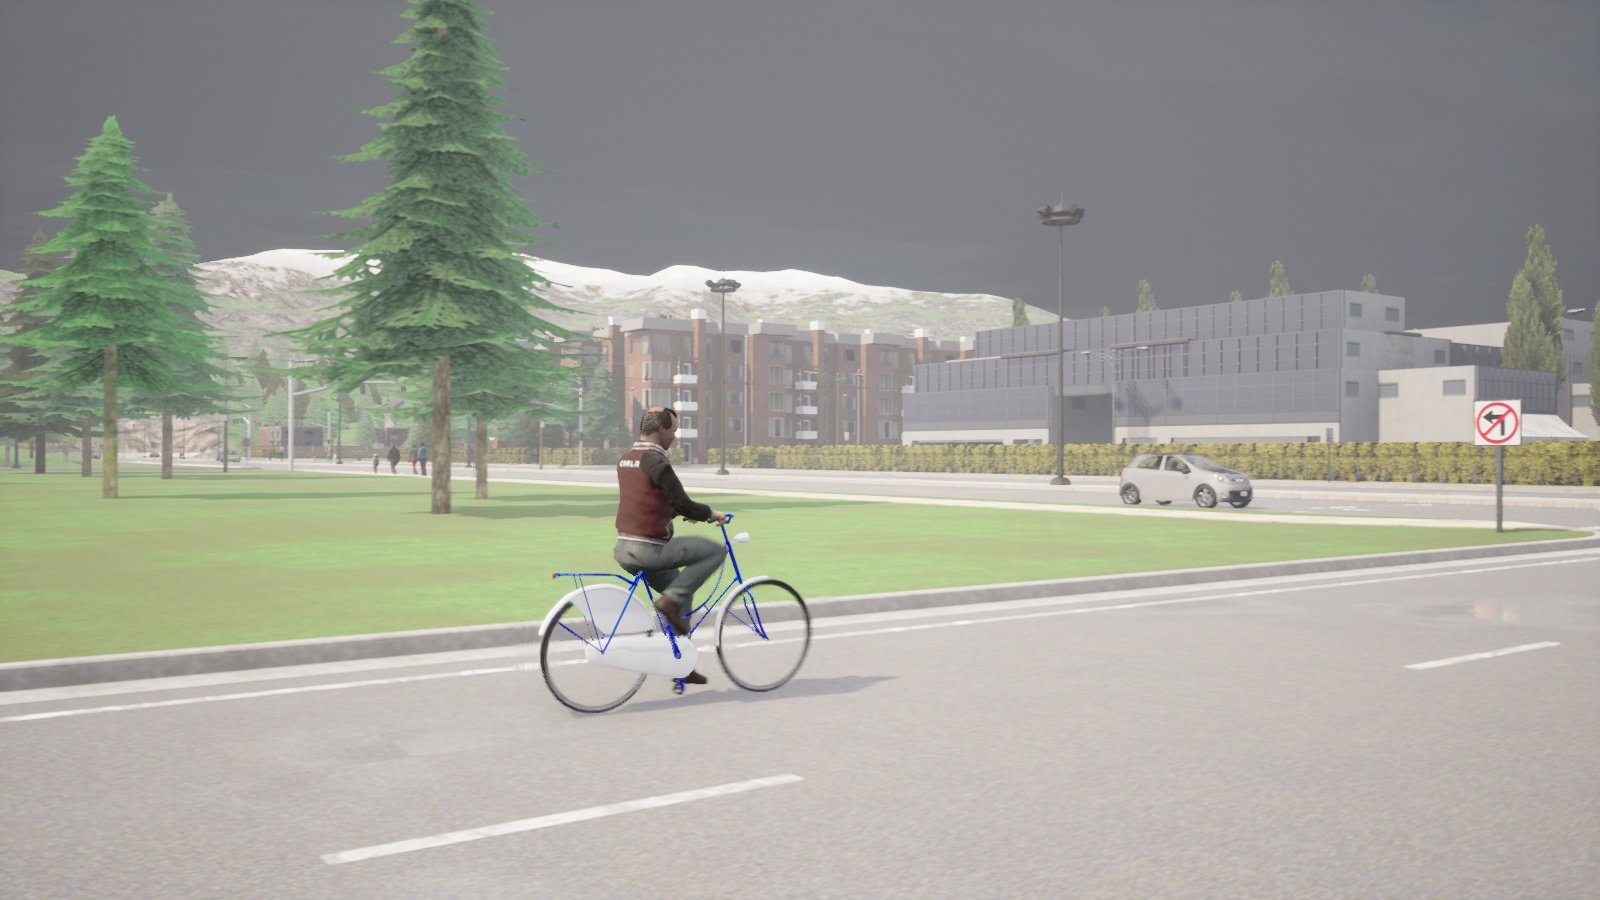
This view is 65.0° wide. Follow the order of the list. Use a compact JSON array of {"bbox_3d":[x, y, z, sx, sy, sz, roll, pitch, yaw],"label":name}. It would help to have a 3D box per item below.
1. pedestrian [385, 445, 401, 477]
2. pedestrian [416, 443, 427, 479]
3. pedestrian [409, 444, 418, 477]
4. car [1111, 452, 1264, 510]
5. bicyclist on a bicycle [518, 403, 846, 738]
[{"bbox_3d":[-23.588,0.612,72.795,0.634,1.844,0.899,0,0,-34],"label":"pedestrian"},{"bbox_3d":[-20.624,0.595,68.498,0.396,1.930,0.692,0,0,-33],"label":"pedestrian"},{"bbox_3d":[-22.277,0.608,72.365,0.353,1.847,0.614,0,0,-34],"label":"pedestrian"},{"bbox_3d":[10.645,0.821,34.682,1.845,1.501,3.633,0,0,-36],"label":"car"},{"bbox_3d":[-0.666,0.635,7.460,1.843,1.776,0.659,0,0,-35],"label":"bicyclist on a bicycle"}]
